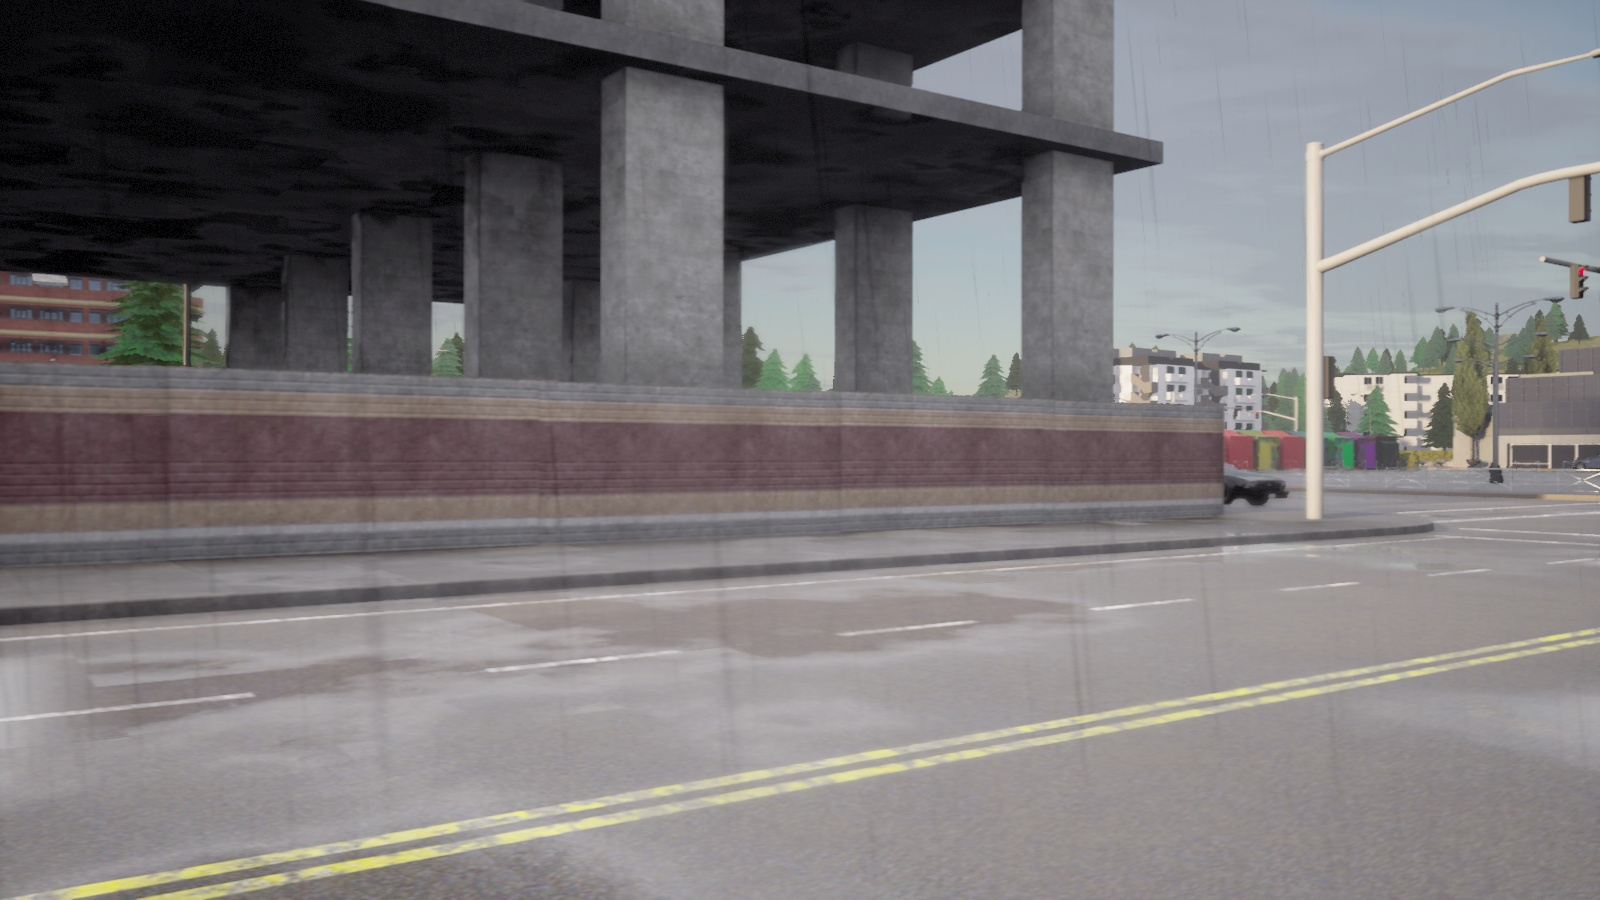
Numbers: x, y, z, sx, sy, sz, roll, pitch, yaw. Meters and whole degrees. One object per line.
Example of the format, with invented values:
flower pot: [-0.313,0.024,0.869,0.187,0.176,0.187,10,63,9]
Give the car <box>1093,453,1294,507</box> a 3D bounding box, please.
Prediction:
car: [11.104,0.801,35.870,2.033,1.411,5.357,0,0,-35]
